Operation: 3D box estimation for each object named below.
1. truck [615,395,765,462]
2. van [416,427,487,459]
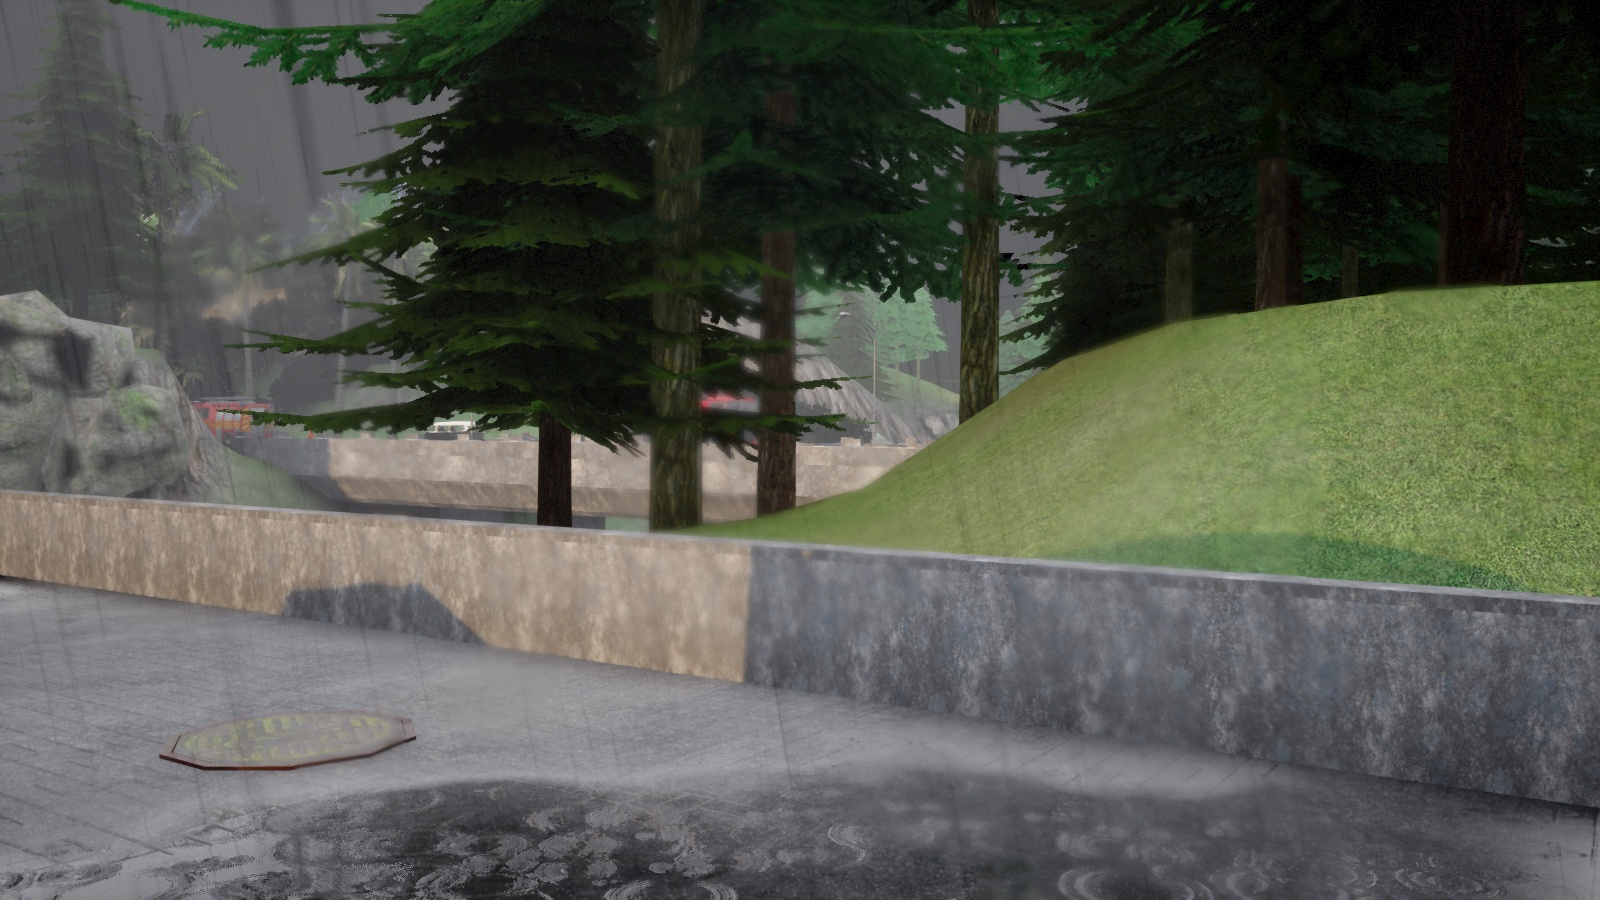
[{"bbox_3d":[-5.963,-1.119,67.589,7.936,3.462,2.891,0,1,34],"label":"truck"},{"bbox_3d":[-23.290,-0.485,83.883,4.480,2.038,2.069,-1,0,34],"label":"van"}]
